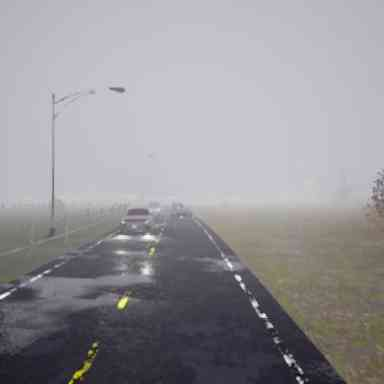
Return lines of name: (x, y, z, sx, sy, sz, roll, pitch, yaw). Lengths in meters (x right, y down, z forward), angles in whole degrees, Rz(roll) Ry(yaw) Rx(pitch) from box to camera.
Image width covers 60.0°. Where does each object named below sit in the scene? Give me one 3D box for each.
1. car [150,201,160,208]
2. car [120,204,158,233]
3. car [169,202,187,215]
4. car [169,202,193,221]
car: (-7.019, 2.293, 62.919, 1.895, 1.301, 4.718, 1, -1, -7)
car: (-3.427, 1.736, 21.407, 1.812, 1.442, 4.674, 0, 0, -3)
car: (-1.847, 1.989, 41.731, 2.033, 1.411, 5.357, 0, -1, -5)
car: (-1.010, 1.917, 30.775, 1.895, 1.301, 4.718, 0, -1, -4)
